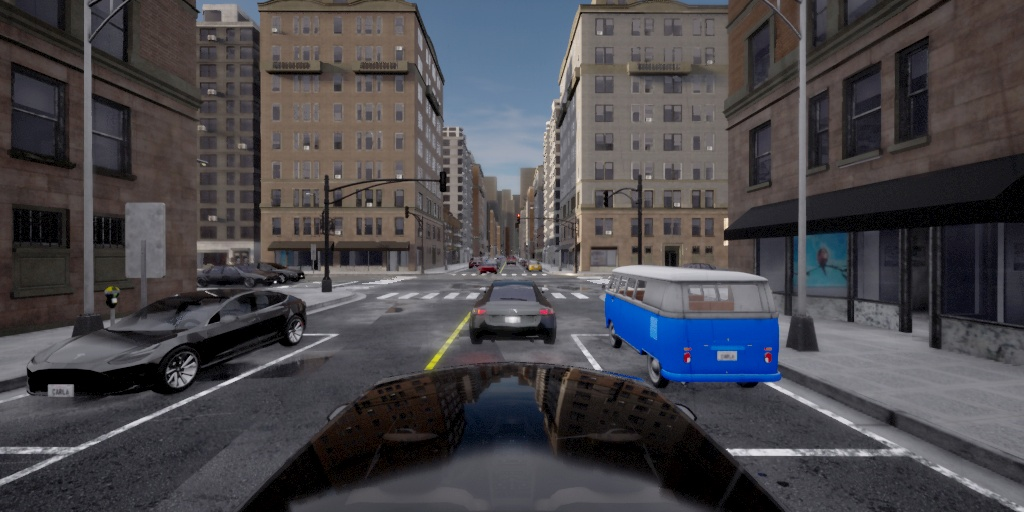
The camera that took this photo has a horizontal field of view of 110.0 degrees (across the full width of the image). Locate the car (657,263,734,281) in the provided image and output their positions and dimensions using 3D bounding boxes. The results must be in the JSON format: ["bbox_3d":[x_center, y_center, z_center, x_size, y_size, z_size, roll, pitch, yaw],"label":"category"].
[{"bbox_3d":[15.233,1.288,29.941,5.357,1.411,2.033,0,0,0],"label":"car"}]

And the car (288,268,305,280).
[{"bbox_3d":[-17.860,1.230,26.316,4.892,1.490,1.837,0,0,0],"label":"car"}]

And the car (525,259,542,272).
[{"bbox_3d":[2.929,1.266,45.988,1.751,1.417,4.829,0,0,0],"label":"car"}]

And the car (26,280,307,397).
[{"bbox_3d":[-5.641,1.315,6.674,1.948,1.339,4.313,0,0,0],"label":"car"}]

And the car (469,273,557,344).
[{"bbox_3d":[0.046,1.313,9.553,1.994,1.385,4.181,0,0,1],"label":"car"}]

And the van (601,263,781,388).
[{"bbox_3d":[2.884,1.090,6.628,1.690,1.789,3.998,0,0,0],"label":"van"}]

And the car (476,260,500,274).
[{"bbox_3d":[-2.613,1.339,37.997,1.895,1.301,4.718,0,0,-6],"label":"car"}]

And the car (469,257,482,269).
[{"bbox_3d":[-5.676,1.049,56.809,2.192,1.841,5.009,0,0,0],"label":"car"}]

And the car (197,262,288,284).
[{"bbox_3d":[-17.890,1.282,23.065,5.357,1.411,2.033,0,0,0],"label":"car"}]

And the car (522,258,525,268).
[{"bbox_3d":[2.890,1.177,51.344,1.967,1.591,4.097,0,0,0],"label":"car"}]

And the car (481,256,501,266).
[{"bbox_3d":[-3.078,1.214,53.451,1.882,1.535,5.008,0,0,0],"label":"car"}]

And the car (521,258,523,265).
[{"bbox_3d":[2.849,1.285,56.870,2.007,1.370,4.403,0,0,0],"label":"car"}]
